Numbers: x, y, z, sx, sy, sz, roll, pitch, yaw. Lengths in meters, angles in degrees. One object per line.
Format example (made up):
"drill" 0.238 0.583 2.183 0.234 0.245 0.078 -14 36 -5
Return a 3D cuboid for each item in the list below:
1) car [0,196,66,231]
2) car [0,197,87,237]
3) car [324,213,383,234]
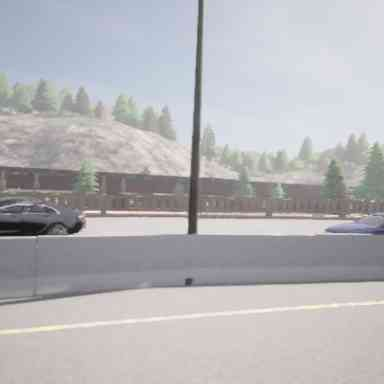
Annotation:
"car" -8.647 0.998 15.782 4.892 1.490 1.837 1 1 -19
"car" -6.596 1.092 12.796 4.902 1.511 2.128 1 1 -18
"car" 7.428 1.542 12.788 4.674 1.442 1.812 2 1 -10
